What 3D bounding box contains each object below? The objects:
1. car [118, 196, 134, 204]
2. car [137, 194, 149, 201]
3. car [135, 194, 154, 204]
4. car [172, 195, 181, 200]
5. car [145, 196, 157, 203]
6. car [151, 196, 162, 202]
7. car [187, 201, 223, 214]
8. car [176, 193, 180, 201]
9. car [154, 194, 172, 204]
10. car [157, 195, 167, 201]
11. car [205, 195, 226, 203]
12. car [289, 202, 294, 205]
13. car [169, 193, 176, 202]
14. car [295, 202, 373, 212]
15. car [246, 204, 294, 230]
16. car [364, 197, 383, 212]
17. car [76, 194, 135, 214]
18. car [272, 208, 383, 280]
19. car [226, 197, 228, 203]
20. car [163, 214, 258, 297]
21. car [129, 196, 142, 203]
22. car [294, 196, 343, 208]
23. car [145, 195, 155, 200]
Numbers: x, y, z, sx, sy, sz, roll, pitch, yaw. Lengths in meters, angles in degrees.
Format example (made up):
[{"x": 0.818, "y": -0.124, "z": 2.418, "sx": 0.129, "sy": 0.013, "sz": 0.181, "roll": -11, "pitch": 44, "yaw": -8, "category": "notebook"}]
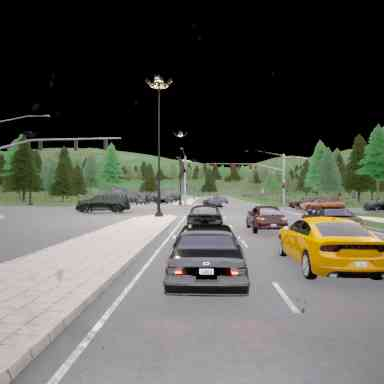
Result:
[{"x": -12.591, "y": 1.564, "z": 63.423, "sx": 1.994, "sy": 1.385, "sz": 4.181, "roll": 0, "pitch": 0, "yaw": 3, "category": "car"}, {"x": -11.860, "y": 1.355, "z": 80.900, "sx": 2.097, "sy": 1.767, "sz": 4.553, "roll": 0, "pitch": 0, "yaw": 2, "category": "car"}, {"x": -9.152, "y": 1.491, "z": 62.282, "sx": 2.128, "sy": 1.511, "sz": 4.902, "roll": 0, "pitch": 0, "yaw": 3, "category": "car"}, {"x": -4.360, "y": 1.533, "z": 93.021, "sx": 2.033, "sy": 1.411, "sz": 5.357, "roll": 0, "pitch": 0, "yaw": 2, "category": "car"}, {"x": -8.742, "y": 1.552, "z": 71.133, "sx": 1.994, "sy": 1.385, "sz": 4.181, "roll": 0, "pitch": 0, "yaw": 2, "category": "car"}, {"x": -8.422, "y": 1.552, "z": 79.245, "sx": 1.994, "sy": 1.385, "sz": 4.181, "roll": 0, "pitch": 0, "yaw": 2, "category": "car"}, {"x": 0.726, "y": 1.478, "z": 18.598, "sx": 1.882, "sy": 1.535, "sz": 5.008, "roll": 0, "pitch": 0, "yaw": 3, "category": "car"}, {"x": -4.786, "y": 1.225, "z": 82.619, "sx": 2.150, "sy": 2.045, "sz": 5.566, "roll": 0, "pitch": 0, "yaw": 2, "category": "car"}, {"x": -5.593, "y": 1.601, "z": 63.392, "sx": 1.895, "sy": 1.301, "sz": 4.718, "roll": 0, "pitch": 0, "yaw": 3, "category": "car"}, {"x": -8.020, "y": 1.524, "z": 89.371, "sx": 2.128, "sy": 1.511, "sz": 4.902, "roll": 0, "pitch": 0, "yaw": 2, "category": "car"}, {"x": 2.900, "y": 1.564, "z": 48.498, "sx": 1.994, "sy": 1.385, "sz": 4.181, "roll": 0, "pitch": 0, "yaw": -16, "category": "car"}, {"x": 14.959, "y": 1.477, "z": 42.506, "sx": 5.008, "sy": 1.535, "sz": 1.882, "roll": 0, "pitch": 0, "yaw": 6, "category": "car"}, {"x": -5.193, "y": 1.355, "z": 72.326, "sx": 2.097, "sy": 1.767, "sz": 4.553, "roll": 0, "pitch": 0, "yaw": 2, "category": "car"}, {"x": 7.745, "y": 1.547, "z": 18.821, "sx": 2.033, "sy": 1.411, "sz": 5.357, "roll": 0, "pitch": 0, "yaw": 3, "category": "car"}, {"x": 4.260, "y": 1.526, "z": 19.204, "sx": 1.812, "sy": 1.442, "sz": 4.674, "roll": 0, "pitch": 0, "yaw": 3, "category": "car"}, {"x": 22.311, "y": 1.352, "z": 38.358, "sx": 4.553, "sy": 1.767, "sz": 2.097, "roll": 0, "pitch": 0, "yaw": 3, "category": "car"}, {"x": -9.279, "y": 1.221, "z": 35.011, "sx": 5.566, "sy": 2.045, "sz": 2.150, "roll": 0, "pitch": 0, "yaw": 0, "category": "car"}, {"x": 3.932, "y": 1.478, "z": 9.985, "sx": 1.882, "sy": 1.535, "sz": 5.008, "roll": 0, "pitch": 0, "yaw": 3, "category": "car"}, {"x": 6.216, "y": 1.564, "z": 67.260, "sx": 1.994, "sy": 1.385, "sz": 4.181, "roll": 0, "pitch": 0, "yaw": 2, "category": "car"}, {"x": 0.378, "y": 1.547, "z": 8.777, "sx": 2.033, "sy": 1.411, "sz": 5.357, "roll": 0, "pitch": 0, "yaw": 2, "category": "car"}, {"x": -12.209, "y": 1.524, "z": 72.043, "sx": 1.812, "sy": 1.442, "sz": 4.674, "roll": 0, "pitch": 0, "yaw": 2, "category": "car"}, {"x": 13.633, "y": 1.350, "z": 35.175, "sx": 4.553, "sy": 1.767, "sz": 2.097, "roll": 0, "pitch": 0, "yaw": 2, "category": "car"}, {"x": -11.452, "y": 1.539, "z": 91.134, "sx": 2.033, "sy": 1.411, "sz": 5.357, "roll": 0, "pitch": 0, "yaw": 2, "category": "car"}]
